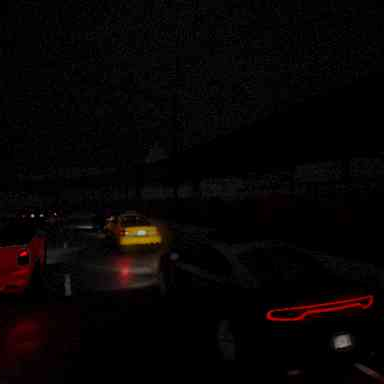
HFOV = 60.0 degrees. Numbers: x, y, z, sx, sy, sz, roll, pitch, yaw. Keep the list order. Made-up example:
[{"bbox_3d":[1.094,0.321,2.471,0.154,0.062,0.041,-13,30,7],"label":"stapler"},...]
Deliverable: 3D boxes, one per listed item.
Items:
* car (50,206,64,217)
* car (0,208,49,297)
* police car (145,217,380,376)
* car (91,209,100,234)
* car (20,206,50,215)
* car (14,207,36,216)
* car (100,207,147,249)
[{"bbox_3d":[-17.030,2.334,40.133,1.895,1.301,4.718,1,-2,-35],"label":"car"},{"bbox_3d":[-5.002,1.459,8.602,2.097,1.767,4.553,0,-1,-21],"label":"car"},{"bbox_3d":[0.741,1.490,6.133,1.930,1.638,5.238,0,-1,-21],"label":"police car"},{"bbox_3d":[-5.192,1.752,21.116,1.837,1.490,4.892,0,-1,-23],"label":"car"},{"bbox_3d":[-13.083,1.898,27.049,2.033,1.411,5.357,0,-1,-28],"label":"car"},{"bbox_3d":[-25.665,2.940,51.061,1.895,1.301,4.718,1,-4,-42],"label":"car"},{"bbox_3d":[-2.931,1.631,15.523,1.801,1.575,5.366,0,-1,-21],"label":"car"}]
